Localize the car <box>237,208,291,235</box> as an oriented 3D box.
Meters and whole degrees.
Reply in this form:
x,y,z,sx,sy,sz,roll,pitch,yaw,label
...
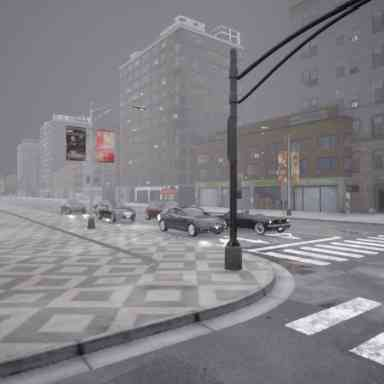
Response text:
x,y,z,sx,sy,sz,roll,pitch,yaw,label
3.381,1.647,19.403,1.895,1.301,4.718,0,0,-36,car

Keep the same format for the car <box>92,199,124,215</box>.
x,y,z,sx,sy,sz,roll,pitch,yaw,label
-9.441,1.626,37.042,1.837,1.490,4.892,0,0,-36,car

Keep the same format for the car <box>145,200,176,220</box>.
x,y,z,sx,sy,sz,roll,pitch,yaw,label
-1.947,1.434,26.726,2.097,1.767,4.553,0,0,-36,car

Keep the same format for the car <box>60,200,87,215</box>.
x,y,z,sx,sy,sz,roll,pitch,yaw,label
-13.094,1.633,36.537,1.837,1.490,4.892,0,0,-36,car

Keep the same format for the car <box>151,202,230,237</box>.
x,y,z,sx,sy,sz,roll,pitch,yaw,label
-0.163,1.558,18.741,1.837,1.490,4.892,0,0,-36,car

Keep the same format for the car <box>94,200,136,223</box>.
x,y,z,sx,sy,sz,roll,pitch,yaw,label
-6.267,1.584,27.130,2.128,1.511,4.902,0,0,-36,car
